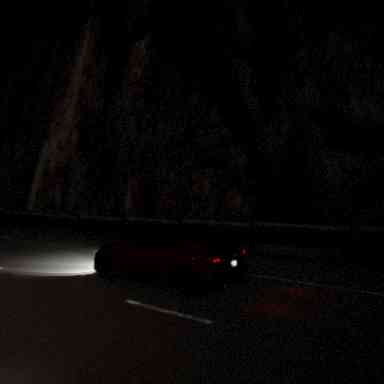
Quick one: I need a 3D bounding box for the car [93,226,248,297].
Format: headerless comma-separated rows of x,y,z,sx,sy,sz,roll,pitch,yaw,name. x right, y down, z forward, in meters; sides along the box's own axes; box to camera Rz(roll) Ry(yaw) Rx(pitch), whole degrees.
-0.662,1.611,8.761,4.181,1.385,1.994,0,0,35,car
